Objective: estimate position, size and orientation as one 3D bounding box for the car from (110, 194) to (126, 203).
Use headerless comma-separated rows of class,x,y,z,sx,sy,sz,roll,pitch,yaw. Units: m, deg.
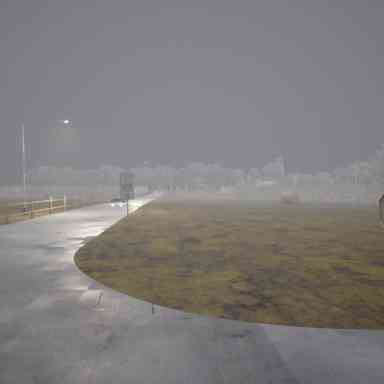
car,-11.415,1.003,51.839,1.994,1.385,4.181,-1,0,-4
